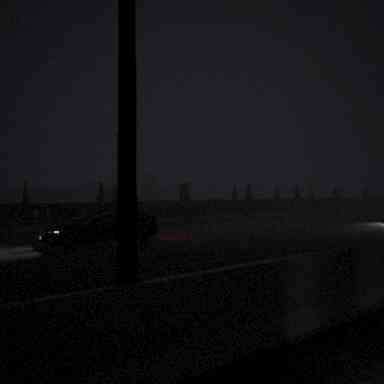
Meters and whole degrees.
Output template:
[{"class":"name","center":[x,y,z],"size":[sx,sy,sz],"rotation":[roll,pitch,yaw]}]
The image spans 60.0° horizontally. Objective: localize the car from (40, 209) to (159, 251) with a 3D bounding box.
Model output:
[{"class":"car","center":[-3.799,1.488,14.182],"size":[4.902,1.511,2.128],"rotation":[0,0,-36]}]
